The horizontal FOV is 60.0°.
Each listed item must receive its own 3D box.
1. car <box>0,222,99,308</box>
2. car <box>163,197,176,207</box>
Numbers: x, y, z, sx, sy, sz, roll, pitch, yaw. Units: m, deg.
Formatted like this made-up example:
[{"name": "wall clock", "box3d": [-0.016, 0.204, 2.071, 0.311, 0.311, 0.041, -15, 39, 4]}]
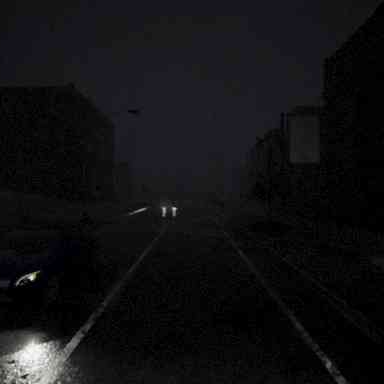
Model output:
[{"name": "car", "box3d": [-3.575, 1.494, 7.956, 1.812, 1.442, 4.674, 0, 0, 0]}, {"name": "car", "box3d": [-3.392, 1.525, 51.061, 1.837, 1.490, 4.892, 0, -1, 1]}]
